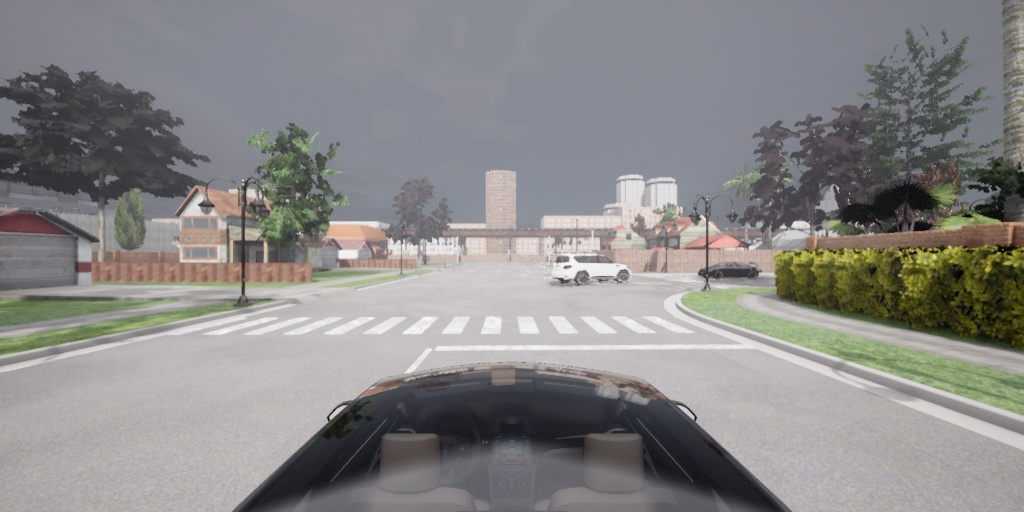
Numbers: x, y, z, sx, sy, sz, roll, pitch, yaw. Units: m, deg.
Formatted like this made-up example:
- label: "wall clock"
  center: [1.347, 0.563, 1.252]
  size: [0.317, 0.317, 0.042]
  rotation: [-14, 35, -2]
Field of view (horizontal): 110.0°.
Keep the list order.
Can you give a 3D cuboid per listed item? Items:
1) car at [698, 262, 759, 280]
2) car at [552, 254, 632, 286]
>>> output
- label: "car"
  center: [17.148, 1.145, 28.546]
  size: [4.181, 1.385, 1.994]
  rotation: [0, 0, 0]
- label: "car"
  center: [5.408, 0.879, 24.246]
  size: [5.566, 2.045, 2.150]
  rotation: [0, -1, -24]
